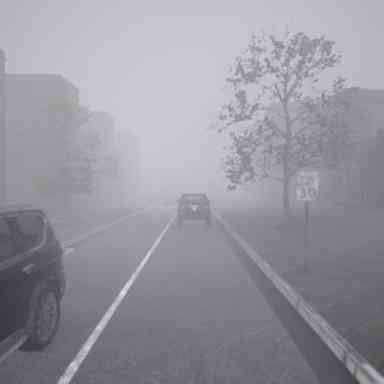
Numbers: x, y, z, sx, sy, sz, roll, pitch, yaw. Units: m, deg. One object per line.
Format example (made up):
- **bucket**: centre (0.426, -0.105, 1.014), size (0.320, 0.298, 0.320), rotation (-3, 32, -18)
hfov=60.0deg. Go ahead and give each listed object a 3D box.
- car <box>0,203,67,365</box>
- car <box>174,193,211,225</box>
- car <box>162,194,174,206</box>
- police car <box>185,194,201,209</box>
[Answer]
- **car**: centre (-3.099, 1.198, 3.189), size (2.150, 2.045, 5.566), rotation (0, 0, 0)
- **car**: centre (0.118, 1.064, 22.475), size (2.150, 2.045, 5.566), rotation (0, 1, 0)
- **car**: centre (-3.052, 1.112, 46.505), size (1.882, 1.535, 5.008), rotation (0, 1, 0)
- **police car**: centre (0.125, 1.128, 41.490), size (1.930, 1.638, 5.238), rotation (0, 1, 0)
